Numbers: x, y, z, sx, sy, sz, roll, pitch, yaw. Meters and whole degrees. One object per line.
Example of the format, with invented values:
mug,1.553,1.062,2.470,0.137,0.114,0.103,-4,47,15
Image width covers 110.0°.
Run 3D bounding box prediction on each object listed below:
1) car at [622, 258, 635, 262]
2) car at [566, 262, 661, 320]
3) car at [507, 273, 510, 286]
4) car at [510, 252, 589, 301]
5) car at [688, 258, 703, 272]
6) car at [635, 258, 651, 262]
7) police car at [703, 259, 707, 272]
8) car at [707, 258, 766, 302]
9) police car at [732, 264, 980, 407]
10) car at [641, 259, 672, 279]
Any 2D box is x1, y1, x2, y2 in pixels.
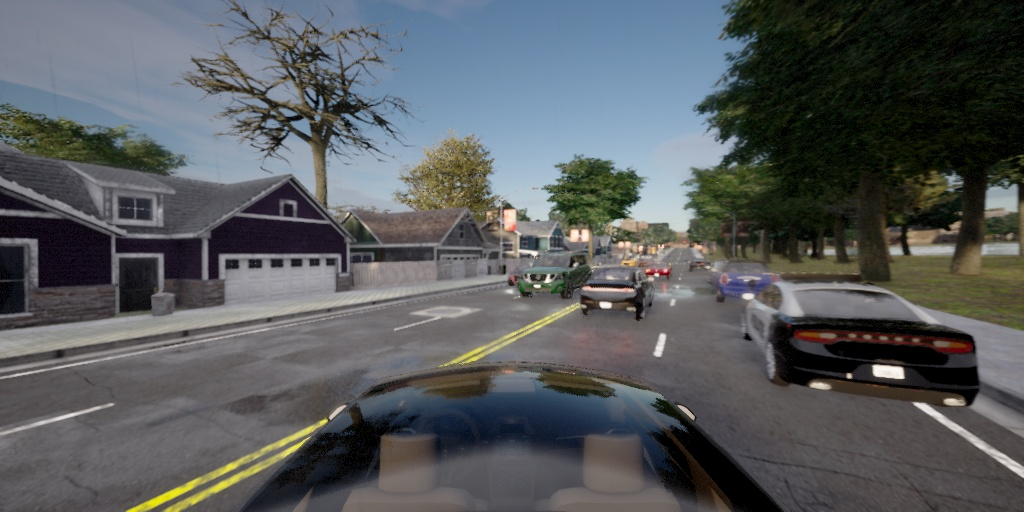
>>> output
car,19.428,1.089,59.575,1.882,1.535,5.008,0,0,27
car,3.689,1.140,12.229,2.128,1.511,4.902,0,0,26
car,1.325,1.166,22.656,1.994,1.385,4.181,0,0,26
car,2.234,0.849,17.115,2.150,2.045,5.566,0,0,26
car,21.236,1.001,40.866,1.837,1.490,4.892,0,0,27
car,20.137,1.044,53.682,1.882,1.535,5.008,0,0,26
police car,12.471,0.961,20.814,1.930,1.638,5.238,0,0,26
car,9.774,0.933,15.296,2.097,1.767,4.553,0,0,26
police car,5.446,1.101,6.436,1.930,1.638,5.238,0,0,26
car,11.782,1.119,28.794,1.895,1.301,4.718,0,0,26
